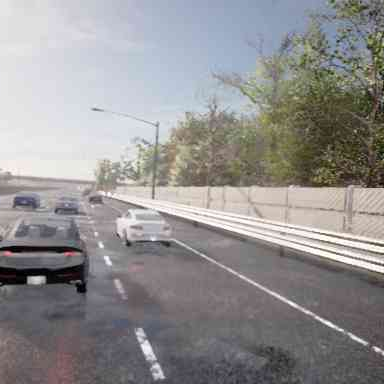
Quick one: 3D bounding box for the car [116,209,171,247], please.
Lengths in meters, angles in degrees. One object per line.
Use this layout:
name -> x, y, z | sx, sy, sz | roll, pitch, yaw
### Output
car -> -2.194, 1.474, 14.592 | 1.812, 1.442, 4.674 | 4, 0, -19

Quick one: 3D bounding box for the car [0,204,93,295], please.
car -> -3.534, 1.311, 8.172 | 2.128, 1.511, 4.902 | 4, 0, -19

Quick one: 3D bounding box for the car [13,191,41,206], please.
car -> -15.121, 0.685, 30.681 | 1.882, 1.535, 5.008 | 4, 0, -19

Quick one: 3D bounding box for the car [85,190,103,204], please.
car -> -14.305, 0.865, 49.165 | 1.882, 1.535, 5.008 | 4, 0, -19

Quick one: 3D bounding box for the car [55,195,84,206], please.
car -> -10.560, 1.037, 28.193 | 2.033, 1.411, 5.357 | 4, 0, -19

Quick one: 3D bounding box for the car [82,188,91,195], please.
car -> -25.554, 0.147, 81.305 | 2.150, 2.045, 5.566 | 4, -1, -19
